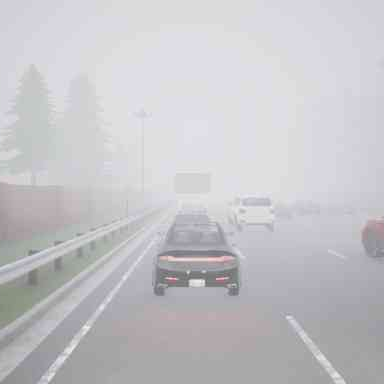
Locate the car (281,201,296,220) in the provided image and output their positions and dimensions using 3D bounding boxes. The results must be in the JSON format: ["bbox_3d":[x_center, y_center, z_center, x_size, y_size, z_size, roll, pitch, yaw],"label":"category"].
[{"bbox_3d":[7.080,1.564,28.644,1.994,1.385,4.181,0,0,0],"label":"car"}]

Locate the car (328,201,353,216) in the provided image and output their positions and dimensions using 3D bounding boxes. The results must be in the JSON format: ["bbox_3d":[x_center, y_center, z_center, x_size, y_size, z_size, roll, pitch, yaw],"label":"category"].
[{"bbox_3d":[14.076,1.563,32.279,1.994,1.385,4.181,0,0,0],"label":"car"}]

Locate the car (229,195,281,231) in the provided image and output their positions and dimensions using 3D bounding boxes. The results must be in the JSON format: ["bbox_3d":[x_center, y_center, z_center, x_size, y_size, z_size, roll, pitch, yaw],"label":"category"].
[{"bbox_3d":[3.586,1.222,20.710,2.150,2.045,5.566,0,0,0],"label":"car"}]

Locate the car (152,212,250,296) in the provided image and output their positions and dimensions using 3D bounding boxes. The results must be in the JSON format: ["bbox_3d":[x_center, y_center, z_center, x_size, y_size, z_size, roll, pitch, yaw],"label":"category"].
[{"bbox_3d":[0.094,1.491,8.655,2.128,1.511,4.902,0,0,0],"label":"car"}]

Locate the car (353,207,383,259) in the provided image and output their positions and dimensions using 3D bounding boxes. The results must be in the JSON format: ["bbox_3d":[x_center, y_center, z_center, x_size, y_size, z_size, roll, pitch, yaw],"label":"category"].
[{"bbox_3d":[7.093,1.220,9.446,2.150,2.045,5.566,0,0,0],"label":"car"}]

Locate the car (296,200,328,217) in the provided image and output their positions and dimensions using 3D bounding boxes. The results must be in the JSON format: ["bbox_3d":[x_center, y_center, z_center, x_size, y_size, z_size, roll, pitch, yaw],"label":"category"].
[{"bbox_3d":[10.578,1.490,31.529,2.128,1.511,4.902,0,0,0],"label":"car"}]

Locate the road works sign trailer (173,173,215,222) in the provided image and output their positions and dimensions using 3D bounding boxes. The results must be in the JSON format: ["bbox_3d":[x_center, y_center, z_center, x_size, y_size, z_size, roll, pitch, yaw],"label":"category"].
[{"bbox_3d":[0.056,0.464,22.995,2.380,3.560,2.880,0,0,-2],"label":"road works sign trailer"}]

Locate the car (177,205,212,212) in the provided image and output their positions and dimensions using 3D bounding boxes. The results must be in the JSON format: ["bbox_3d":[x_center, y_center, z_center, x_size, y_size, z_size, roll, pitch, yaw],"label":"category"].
[{"bbox_3d":[0.113,1.474,19.075,1.882,1.535,5.008,0,0,4],"label":"car"}]
